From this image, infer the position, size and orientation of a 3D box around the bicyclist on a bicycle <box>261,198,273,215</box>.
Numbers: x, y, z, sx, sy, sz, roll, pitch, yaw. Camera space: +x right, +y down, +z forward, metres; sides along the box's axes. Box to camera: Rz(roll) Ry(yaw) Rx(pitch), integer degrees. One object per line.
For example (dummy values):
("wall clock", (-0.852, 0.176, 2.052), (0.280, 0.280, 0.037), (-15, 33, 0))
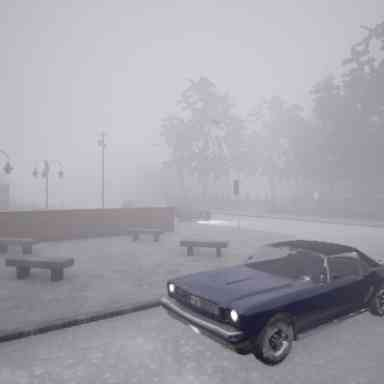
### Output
("bicyclist on a bicycle", (7.092, 1.349, 31.482), (1.656, 1.620, 0.582), (0, 0, -35))

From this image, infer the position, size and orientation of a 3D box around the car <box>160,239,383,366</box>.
("car", (1.842, 1.601, 5.922), (4.718, 1.301, 1.895), (0, 0, -36))

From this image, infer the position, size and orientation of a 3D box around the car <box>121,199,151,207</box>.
("car", (-6.019, 1.505, 35.458), (1.837, 1.490, 4.892), (0, 0, -35))

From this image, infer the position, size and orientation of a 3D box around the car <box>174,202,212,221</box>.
("car", (-0.249, 1.564, 27.323), (1.994, 1.385, 4.181), (0, 0, -35))
